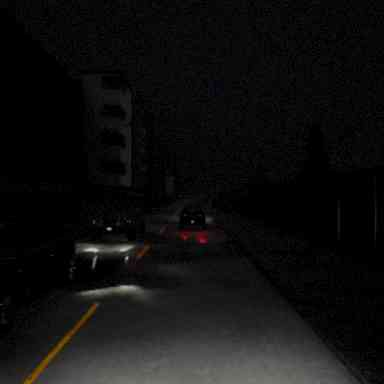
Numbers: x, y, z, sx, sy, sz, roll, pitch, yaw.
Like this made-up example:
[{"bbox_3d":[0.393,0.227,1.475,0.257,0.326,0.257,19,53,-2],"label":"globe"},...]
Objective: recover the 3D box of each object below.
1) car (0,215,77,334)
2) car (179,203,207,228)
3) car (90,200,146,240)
[{"bbox_3d":[-4.087,1.447,6.905,2.097,1.767,4.553,0,-1,0],"label":"car"},{"bbox_3d":[0.061,1.828,24.721,2.128,1.511,4.902,0,-1,1],"label":"car"},{"bbox_3d":[-4.027,1.481,19.061,2.150,2.045,5.566,0,-1,1],"label":"car"}]
